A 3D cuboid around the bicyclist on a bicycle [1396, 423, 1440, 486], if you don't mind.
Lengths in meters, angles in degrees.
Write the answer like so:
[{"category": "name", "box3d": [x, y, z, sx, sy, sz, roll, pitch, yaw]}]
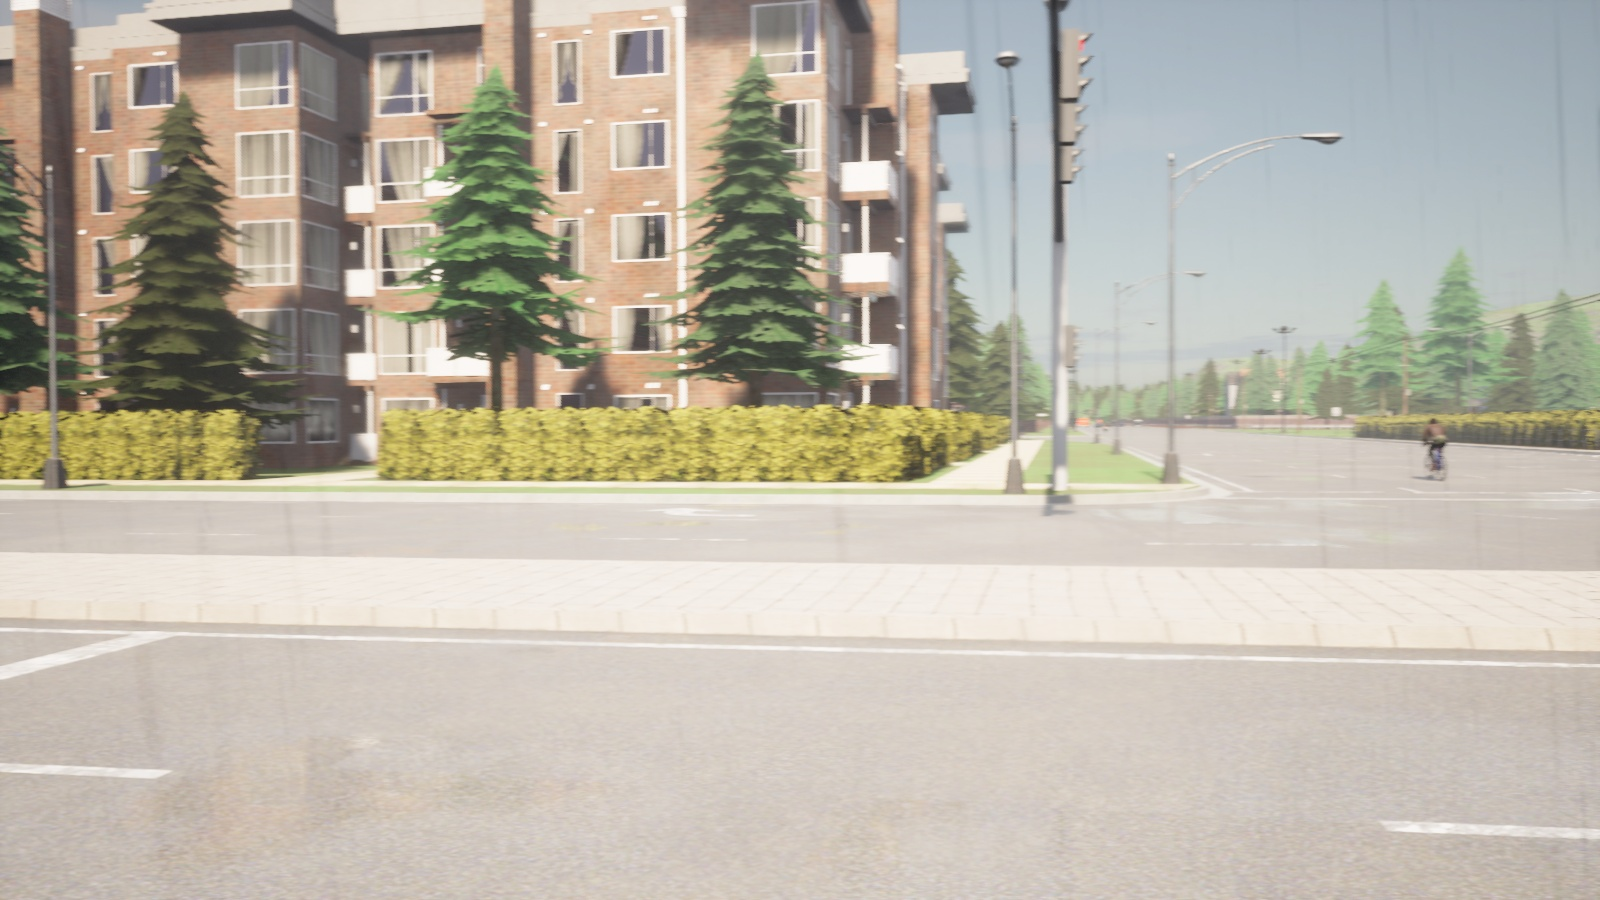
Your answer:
[{"category": "bicyclist on a bicycle", "box3d": [16.158, 0.108, 32.862, 0.582, 1.620, 1.656, 0, 1, 10]}]
